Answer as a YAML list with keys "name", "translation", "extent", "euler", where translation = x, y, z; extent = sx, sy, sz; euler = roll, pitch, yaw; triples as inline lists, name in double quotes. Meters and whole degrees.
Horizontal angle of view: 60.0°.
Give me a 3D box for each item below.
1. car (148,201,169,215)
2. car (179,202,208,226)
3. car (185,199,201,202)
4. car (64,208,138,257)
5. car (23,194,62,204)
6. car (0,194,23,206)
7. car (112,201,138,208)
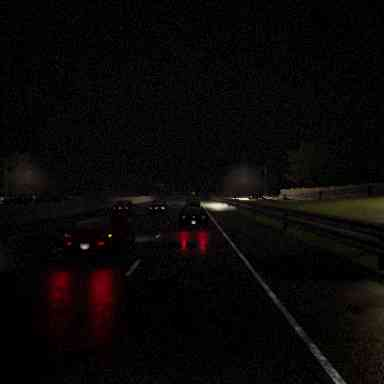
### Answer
- name: "car"
  translation: [-3.401, 1.607, 34.420]
  extent: [2.033, 1.411, 5.357]
  euler: [0, 0, 0]
- name: "car"
  translation: [0.100, 1.634, 23.282]
  extent: [1.895, 1.301, 4.718]
  euler: [0, 0, 0]
- name: "car"
  translation: [0.099, 1.556, 41.371]
  extent: [1.882, 1.535, 5.008]
  euler: [0, 0, 0]
- name: "car"
  translation: [-3.400, 1.541, 12.840]
  extent: [1.812, 1.442, 4.674]
  euler: [0, 0, 0]
- name: "car"
  translation: [-17.594, 1.296, 40.121]
  extent: [2.150, 2.045, 5.566]
  euler: [0, 0, 0]
- name: "car"
  translation: [-21.093, 1.296, 40.118]
  extent: [2.150, 2.045, 5.566]
  euler: [0, 0, 0]
- name: "car"
  translation: [-6.901, 1.606, 34.426]
  extent: [2.033, 1.411, 5.357]
  euler: [0, 0, 0]
